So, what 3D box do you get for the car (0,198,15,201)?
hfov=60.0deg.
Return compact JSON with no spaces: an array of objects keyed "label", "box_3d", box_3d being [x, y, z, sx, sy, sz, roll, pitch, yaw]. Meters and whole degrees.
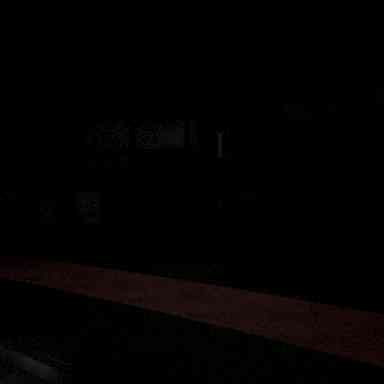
[{"label":"car","box_3d":[-18.196,1.348,31.341,1.837,1.490,4.892,0,0,23]}]
